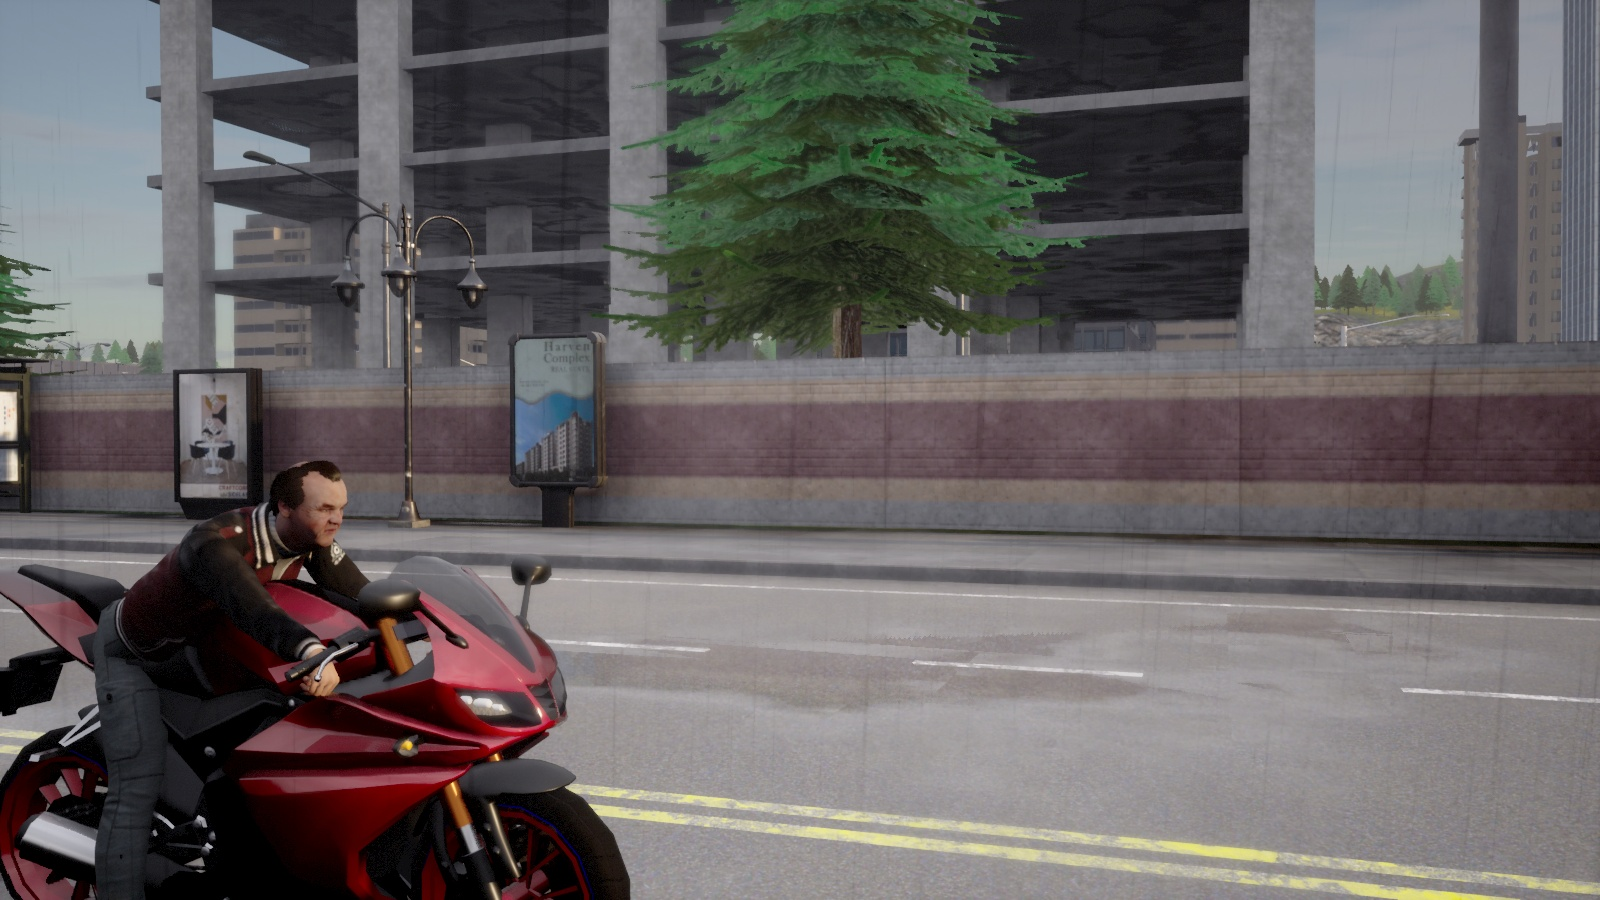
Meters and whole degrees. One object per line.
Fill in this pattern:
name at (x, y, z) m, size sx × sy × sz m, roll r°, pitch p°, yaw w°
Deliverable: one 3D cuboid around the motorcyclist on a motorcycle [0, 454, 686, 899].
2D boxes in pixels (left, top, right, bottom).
motorcyclist on a motorcycle at (-1.520, 0.797, 3.704) m, size 2.191 × 1.530 × 0.866 m, roll 1°, pitch 1°, yaw 19°
